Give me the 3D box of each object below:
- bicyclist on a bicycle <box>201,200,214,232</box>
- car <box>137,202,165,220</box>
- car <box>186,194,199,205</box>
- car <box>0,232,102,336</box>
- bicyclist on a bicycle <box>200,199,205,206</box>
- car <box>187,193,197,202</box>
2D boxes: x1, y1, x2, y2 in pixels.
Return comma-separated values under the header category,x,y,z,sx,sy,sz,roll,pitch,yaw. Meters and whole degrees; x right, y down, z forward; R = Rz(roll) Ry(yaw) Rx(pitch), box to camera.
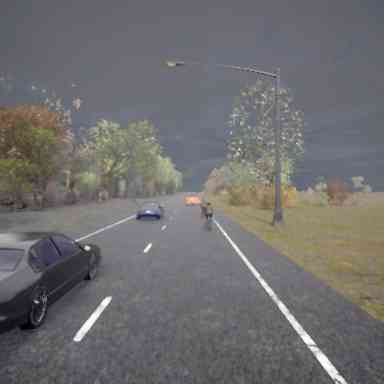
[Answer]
category,x,y,z,sx,sy,sz,roll,pitch,yaw
bicyclist on a bicycle,0.966,1.418,18.772,0.582,1.620,1.656,0,0,0
car,-3.401,1.512,27.867,1.994,1.385,4.181,0,0,0
car,0.097,1.254,54.767,2.097,1.767,4.553,0,0,0
car,-3.400,1.534,6.802,2.033,1.411,5.357,0,0,0
bicyclist on a bicycle,0.966,1.402,27.774,0.582,1.620,1.656,0,0,0
car,0.004,1.225,73.919,2.097,1.767,4.553,0,0,0
